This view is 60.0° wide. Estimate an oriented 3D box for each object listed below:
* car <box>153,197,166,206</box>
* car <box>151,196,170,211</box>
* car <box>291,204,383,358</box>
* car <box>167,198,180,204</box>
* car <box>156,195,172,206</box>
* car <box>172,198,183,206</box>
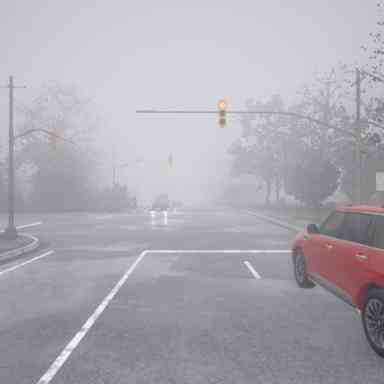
[{"bbox_3d":[-6.221,1.765,62.547,2.097,1.767,4.553,0,-1,-10],"label":"car"},{"bbox_3d":[-4.062,1.569,42.234,1.837,1.490,4.892,0,-1,-3],"label":"car"},{"bbox_3d":[3.591,1.221,6.091,2.150,2.045,5.566,0,0,0],"label":"car"},{"bbox_3d":[-4.636,2.313,83.215,1.882,1.535,5.008,0,-1,-22],"label":"car"},{"bbox_3d":[-4.799,1.421,52.353,2.150,2.045,5.566,0,-1,-7],"label":"car"},{"bbox_3d":[-3.118,2.022,65.980,2.033,1.411,5.357,0,-1,-12],"label":"car"}]
